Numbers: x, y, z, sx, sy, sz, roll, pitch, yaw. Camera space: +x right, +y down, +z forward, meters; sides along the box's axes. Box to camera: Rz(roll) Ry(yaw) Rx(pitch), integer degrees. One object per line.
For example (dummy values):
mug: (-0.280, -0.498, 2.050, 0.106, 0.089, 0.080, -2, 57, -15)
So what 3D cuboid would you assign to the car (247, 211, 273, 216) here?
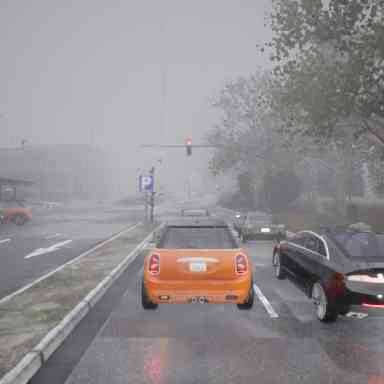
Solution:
car: (3.145, 1.587, 16.097, 1.994, 1.385, 4.181, 0, 0, 1)

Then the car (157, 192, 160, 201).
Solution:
car: (-10.079, 1.319, 72.923, 4.892, 1.521, 2.231, -1, 0, -14)

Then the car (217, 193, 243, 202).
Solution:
car: (7.606, 1.140, 66.548, 4.553, 1.767, 2.185, 1, 0, -14)

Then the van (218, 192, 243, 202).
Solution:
van: (7.225, 1.041, 63.578, 4.442, 1.987, 1.878, 1, 0, -14)

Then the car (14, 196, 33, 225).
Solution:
car: (-13.649, 1.402, 23.158, 4.553, 1.767, 2.185, -1, 0, -19)

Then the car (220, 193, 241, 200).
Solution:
car: (9.384, 1.127, 81.249, 4.553, 1.767, 2.185, 1, 0, -12)

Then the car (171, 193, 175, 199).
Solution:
car: (-8.083, 1.063, 87.910, 5.566, 2.045, 2.435, -1, 0, -12)

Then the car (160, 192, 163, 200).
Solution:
car: (-9.709, 1.357, 75.919, 4.674, 1.452, 2.002, -1, 0, -13)

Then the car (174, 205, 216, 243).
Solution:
car: (0.155, 1.531, 17.148, 1.837, 1.490, 4.892, 0, 0, 1)

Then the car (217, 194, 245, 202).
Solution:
car: (8.139, 1.262, 69.542, 5.366, 1.575, 1.946, 1, 0, -13)

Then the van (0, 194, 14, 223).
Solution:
van: (-13.621, 1.296, 20.181, 4.442, 1.987, 1.878, -1, 0, -20)

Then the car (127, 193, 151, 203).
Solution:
car: (-10.767, 1.194, 66.911, 4.553, 1.767, 2.185, -1, 0, -14)

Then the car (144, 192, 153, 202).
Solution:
car: (-10.858, 1.313, 63.959, 5.366, 1.575, 1.946, -1, 0, -15)

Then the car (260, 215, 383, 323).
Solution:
car: (3.103, 1.501, 7.185, 2.128, 1.511, 4.902, 0, 0, 0)

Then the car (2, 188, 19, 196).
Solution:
car: (-28.212, 0.135, 51.820, 2.002, 1.452, 4.674, 6, -3, -19)

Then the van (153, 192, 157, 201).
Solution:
van: (-10.304, 1.091, 69.952, 4.442, 1.987, 1.878, -1, 0, -14)

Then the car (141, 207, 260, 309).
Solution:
car: (0.104, 1.363, 8.062, 2.097, 1.767, 4.553, 0, 0, 0)

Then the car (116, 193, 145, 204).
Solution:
car: (-11.500, 1.356, 60.967, 4.792, 1.488, 2.163, -1, 0, -15)

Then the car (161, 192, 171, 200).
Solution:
car: (-8.530, 1.355, 84.904, 4.674, 1.452, 2.002, -1, 0, -12)
